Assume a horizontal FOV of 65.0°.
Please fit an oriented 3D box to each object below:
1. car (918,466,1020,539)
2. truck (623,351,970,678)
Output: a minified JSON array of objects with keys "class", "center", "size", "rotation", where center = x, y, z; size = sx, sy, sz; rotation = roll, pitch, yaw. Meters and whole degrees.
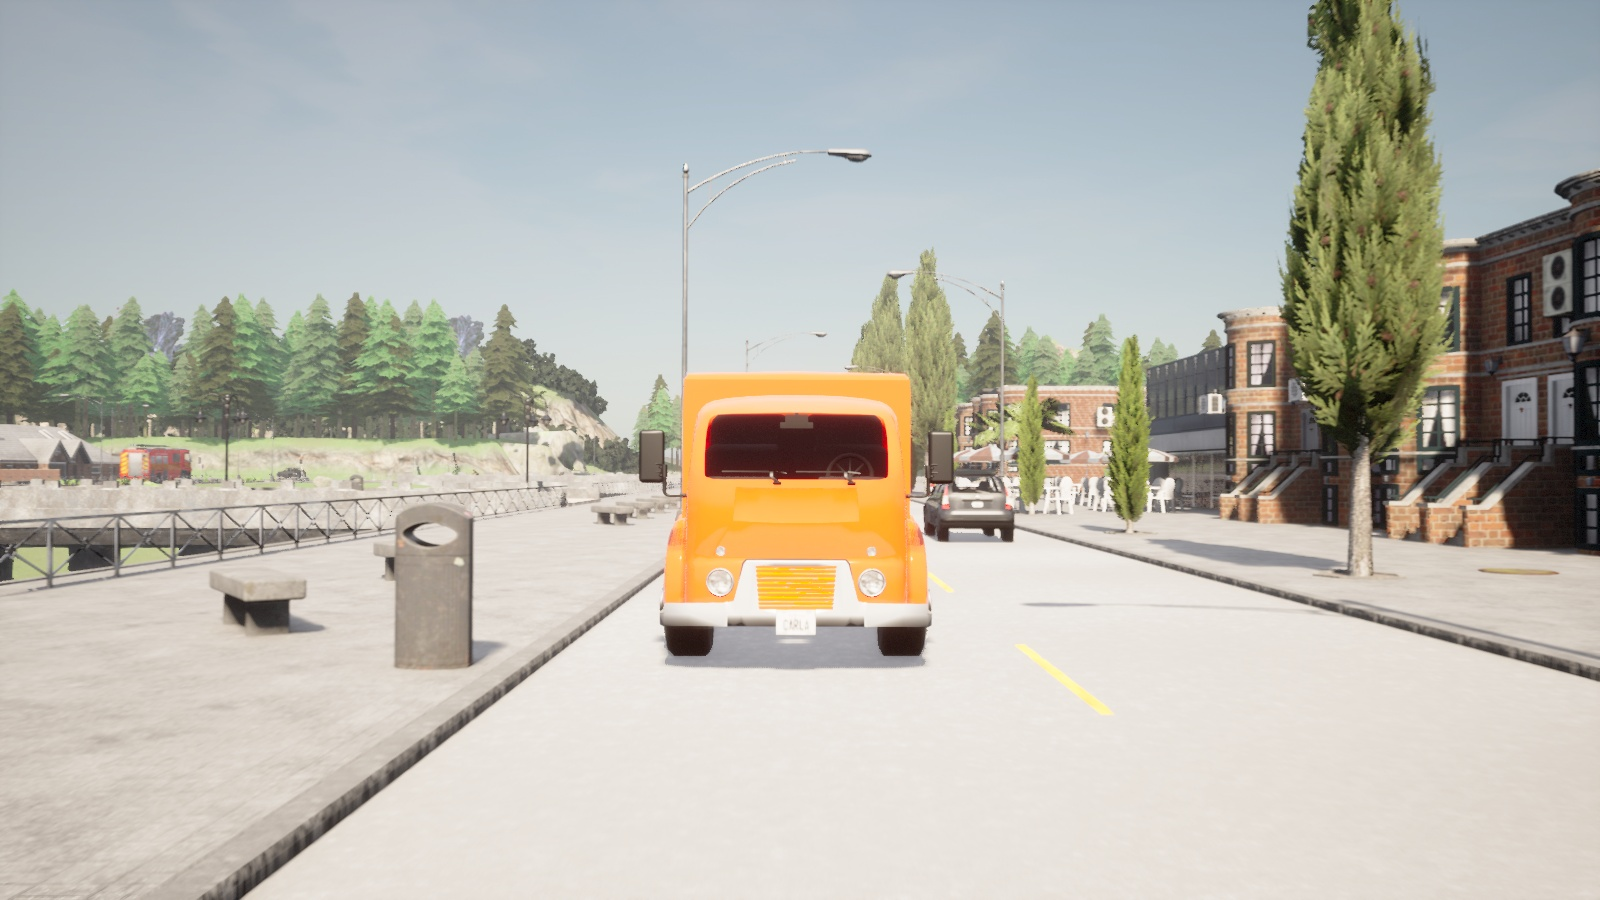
[{"class":"car","center":[3.922,1.195,29.766],"size":[1.851,1.617,3.988],"rotation":[0,-1,0]},{"class":"truck","center":[-0.034,0.531,12.136],"size":[2.627,2.467,5.204],"rotation":[0,-1,0]}]
